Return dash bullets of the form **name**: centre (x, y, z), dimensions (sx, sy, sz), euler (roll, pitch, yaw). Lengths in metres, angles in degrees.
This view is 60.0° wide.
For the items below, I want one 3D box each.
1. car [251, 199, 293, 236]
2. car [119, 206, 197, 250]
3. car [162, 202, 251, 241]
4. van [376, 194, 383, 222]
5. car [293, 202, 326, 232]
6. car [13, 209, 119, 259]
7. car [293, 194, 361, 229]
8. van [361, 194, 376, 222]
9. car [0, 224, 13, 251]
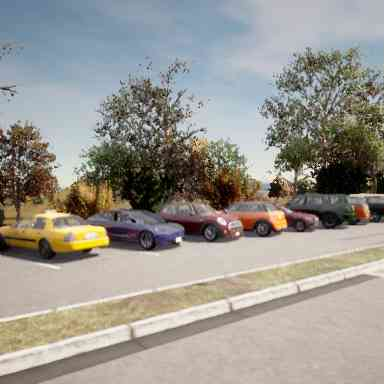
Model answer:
- **car**: centre (2.674, 1.311, 17.940), dimensions (4.553, 1.767, 2.185), euler (-1, 0, 34)
- **car**: centre (-2.494, 1.479, 14.234), dimensions (4.792, 1.488, 2.163), euler (-1, -1, 34)
- **car**: centre (0.209, 1.318, 16.245), dimensions (4.553, 1.767, 2.185), euler (-1, -1, 34)
- **van**: centre (12.411, 1.186, 24.855), dimensions (4.442, 1.987, 1.878), euler (-1, -1, 34)
- **car**: centre (5.068, 1.472, 19.702), dimensions (4.674, 1.452, 2.002), euler (-1, -1, 34)
- **car**: centre (-5.432, 1.456, 12.367), dimensions (5.366, 1.575, 1.946), euler (-1, 0, 34)
- **car**: centre (7.456, 1.175, 21.454), dimensions (5.566, 2.045, 2.435), euler (-1, 0, 34)
- **van**: centre (9.996, 1.192, 23.114), dimensions (4.442, 1.987, 1.878), euler (-1, -1, 34)
- **car**: centre (-8.029, 1.464, 10.284), dimensions (4.892, 1.521, 2.231), euler (-1, 0, 34)
